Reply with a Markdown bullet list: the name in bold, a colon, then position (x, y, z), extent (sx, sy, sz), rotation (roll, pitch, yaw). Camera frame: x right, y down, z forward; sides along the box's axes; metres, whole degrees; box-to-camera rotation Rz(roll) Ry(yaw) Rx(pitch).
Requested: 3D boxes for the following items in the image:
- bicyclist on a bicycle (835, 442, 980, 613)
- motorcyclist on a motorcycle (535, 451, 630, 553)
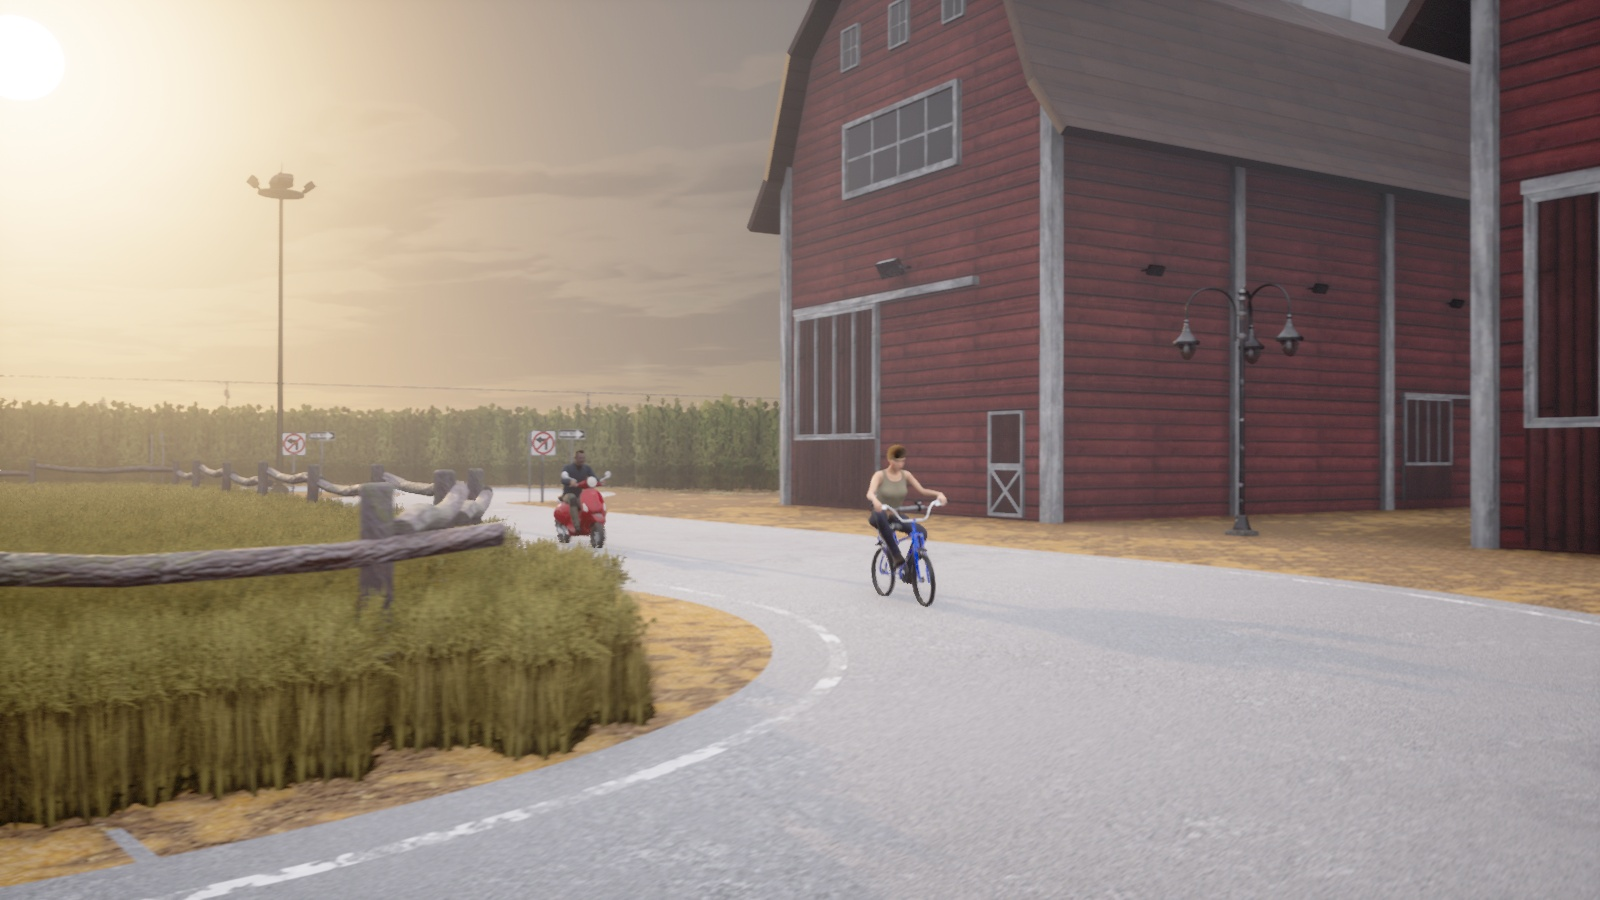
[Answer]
- **bicyclist on a bicycle**: position (1.070, 0.747, 12.844), extent (0.866, 1.612, 1.509), rotation (-2, 0, -21)
- **motorcyclist on a motorcycle**: position (-3.573, 0.813, 20.528), extent (0.866, 1.590, 1.817), rotation (0, 0, -34)
